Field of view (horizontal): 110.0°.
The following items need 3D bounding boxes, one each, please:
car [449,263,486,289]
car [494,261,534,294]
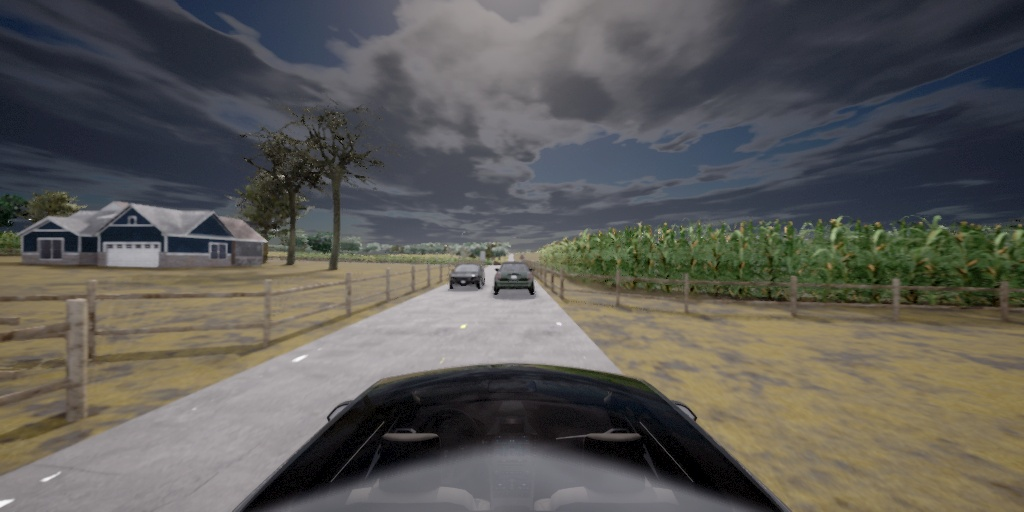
[{"bbox_3d":[-2.759,1.211,22.949,1.882,1.535,5.008,0,0,0],"label":"car"},{"bbox_3d":[0.102,1.085,20.145,2.097,1.767,4.553,0,0,0],"label":"car"}]
